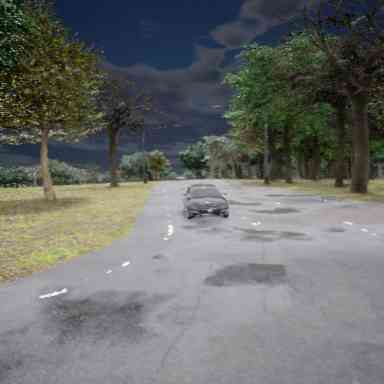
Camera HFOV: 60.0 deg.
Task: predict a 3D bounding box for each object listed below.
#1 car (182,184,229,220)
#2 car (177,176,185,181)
[{"bbox_3d":[0.543,0.394,16.566,1.837,1.490,4.892,-2,4,-5],"label":"car"},{"bbox_3d":[-2.716,-3.493,84.243,1.895,1.301,4.718,-2,3,1],"label":"car"}]
